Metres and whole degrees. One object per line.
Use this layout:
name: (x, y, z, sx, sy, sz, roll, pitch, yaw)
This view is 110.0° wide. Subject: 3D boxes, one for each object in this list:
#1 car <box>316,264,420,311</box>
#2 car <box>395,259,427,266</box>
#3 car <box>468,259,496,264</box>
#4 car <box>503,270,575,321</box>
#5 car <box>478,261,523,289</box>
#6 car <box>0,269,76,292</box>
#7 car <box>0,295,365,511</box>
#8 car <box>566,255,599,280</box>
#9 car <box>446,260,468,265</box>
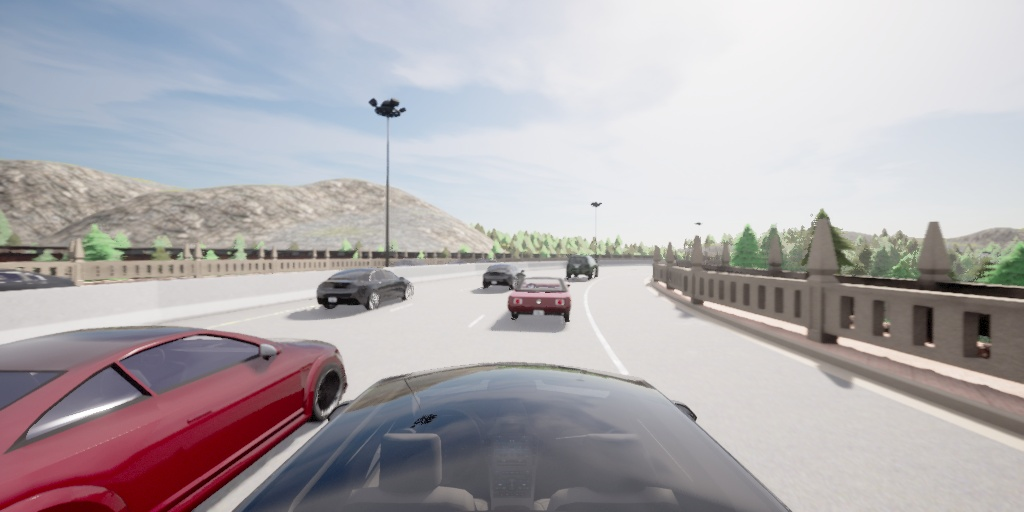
car: (-5.644, 1.223, 14.393, 1.837, 1.490, 4.892, 0, 0, 8)
car: (-9.079, 1.045, 30.768, 2.097, 1.767, 4.553, 0, 0, 19)
car: (-3.647, 1.142, 51.739, 2.128, 1.511, 4.902, 0, 0, 30)
car: (1.091, 1.348, 12.527, 1.895, 1.301, 4.718, 0, 0, 8)
car: (-0.409, 1.240, 22.386, 1.837, 1.490, 4.892, 0, 0, 14)
car: (-16.879, 1.166, 10.937, 2.128, 1.511, 4.902, 0, 0, 7)
car: (-3.244, 1.300, 3.149, 1.994, 1.385, 4.181, 0, 0, 2)
car: (6.293, 0.976, 31.809, 2.150, 2.045, 5.566, 0, 0, 22)
car: (-7.747, 1.294, 51.588, 1.994, 1.385, 4.181, 0, 0, 29)
